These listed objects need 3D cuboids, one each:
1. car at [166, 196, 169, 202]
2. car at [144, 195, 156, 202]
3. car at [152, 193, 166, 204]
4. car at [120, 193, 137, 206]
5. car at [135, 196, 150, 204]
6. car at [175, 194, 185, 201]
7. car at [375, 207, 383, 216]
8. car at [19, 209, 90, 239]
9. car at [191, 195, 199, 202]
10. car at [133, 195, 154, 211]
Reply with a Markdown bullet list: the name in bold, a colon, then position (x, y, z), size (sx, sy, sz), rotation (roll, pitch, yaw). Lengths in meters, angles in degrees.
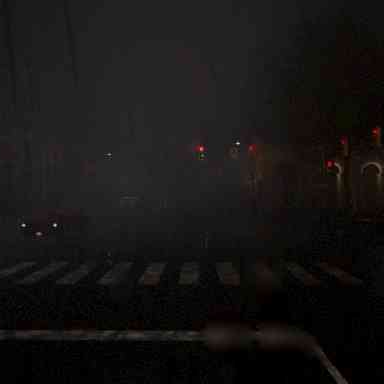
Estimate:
- **car**: position (-6.343, 1.524, 74.643), size (2.128, 1.511, 4.902), rotation (0, 0, 1)
- **car**: position (-9.785, 1.538, 78.008), size (2.033, 1.411, 5.357), rotation (0, 0, 1)
- **car**: position (-6.616, 1.219, 63.008), size (2.150, 2.045, 5.566), rotation (0, 0, 0)
- **car**: position (-10.210, 1.221, 54.839), size (2.150, 2.045, 5.566), rotation (0, 0, 0)
- **car**: position (-9.979, 1.547, 67.455), size (2.033, 1.411, 5.357), rotation (0, 0, 1)
- **car**: position (-2.773, 1.278, 78.602), size (2.097, 1.767, 4.553), rotation (0, 0, 1)
- **car**: position (18.598, 1.525, 29.145), size (4.674, 1.442, 1.812), rotation (0, 0, 1)
- **car**: position (-6.984, 1.600, 17.392), size (1.895, 1.301, 4.718), rotation (0, 0, 0)
- **car**: position (0.727, 1.449, 78.573), size (2.128, 1.511, 4.902), rotation (0, 0, 1)
- **car**: position (-6.073, 1.477, 41.633), size (1.882, 1.535, 5.008), rotation (0, 0, -7)
